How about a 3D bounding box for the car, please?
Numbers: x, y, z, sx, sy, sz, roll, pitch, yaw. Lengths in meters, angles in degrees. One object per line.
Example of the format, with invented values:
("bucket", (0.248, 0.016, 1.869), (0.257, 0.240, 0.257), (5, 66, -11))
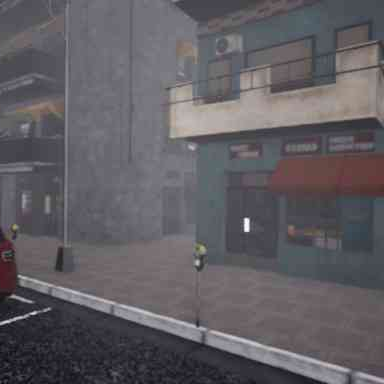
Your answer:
("car", (-5.555, 1.309, 6.820), (5.009, 1.841, 2.192), (0, 1, 36))
